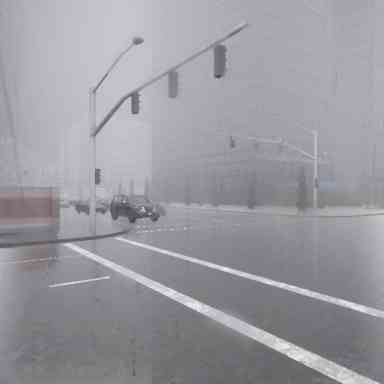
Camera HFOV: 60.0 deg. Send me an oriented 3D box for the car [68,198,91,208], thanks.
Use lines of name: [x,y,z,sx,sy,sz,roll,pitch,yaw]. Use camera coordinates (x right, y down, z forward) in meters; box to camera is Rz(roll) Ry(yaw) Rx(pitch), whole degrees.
car: [-16.672,1.600,49.057,1.895,1.301,4.718,0,0,-35]

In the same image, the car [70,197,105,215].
car: [-10.565,1.547,34.488,2.033,1.411,5.357,0,0,-36]

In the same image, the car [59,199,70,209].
car: [-17.949,1.601,44.817,1.895,1.301,4.718,0,0,-35]

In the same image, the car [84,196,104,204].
car: [-19.094,1.491,64.778,2.128,1.511,4.902,0,0,-36]

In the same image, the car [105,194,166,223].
car: [-4.607,1.221,26.145,2.150,2.045,5.566,0,0,-35]

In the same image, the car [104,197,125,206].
car: [-13.128,1.526,56.444,1.812,1.442,4.674,0,0,-36]
